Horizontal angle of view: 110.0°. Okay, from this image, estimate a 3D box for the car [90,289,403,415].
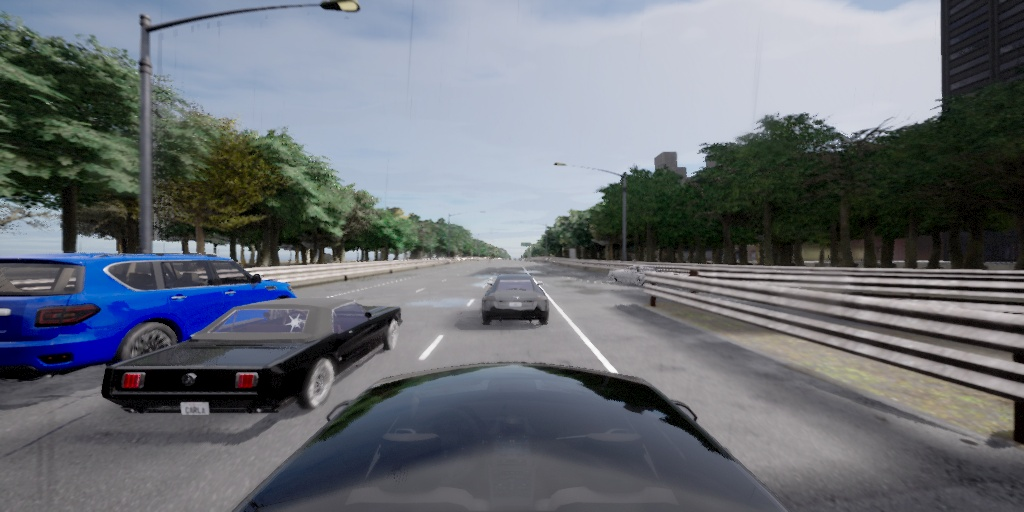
[{"bbox_3d":[-3.400,1.349,6.074,1.895,1.301,4.718,0,0,0],"label":"car"}]

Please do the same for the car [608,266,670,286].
[{"bbox_3d":[8.633,1.312,24.659,1.895,1.301,4.718,0,0,-18],"label":"car"}]

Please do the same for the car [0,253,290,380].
[{"bbox_3d":[-6.902,0.968,7.366,2.150,2.045,5.566,0,0,0],"label":"car"}]

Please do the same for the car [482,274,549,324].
[{"bbox_3d":[0.098,1.298,11.897,1.994,1.385,4.181,0,0,0],"label":"car"}]
